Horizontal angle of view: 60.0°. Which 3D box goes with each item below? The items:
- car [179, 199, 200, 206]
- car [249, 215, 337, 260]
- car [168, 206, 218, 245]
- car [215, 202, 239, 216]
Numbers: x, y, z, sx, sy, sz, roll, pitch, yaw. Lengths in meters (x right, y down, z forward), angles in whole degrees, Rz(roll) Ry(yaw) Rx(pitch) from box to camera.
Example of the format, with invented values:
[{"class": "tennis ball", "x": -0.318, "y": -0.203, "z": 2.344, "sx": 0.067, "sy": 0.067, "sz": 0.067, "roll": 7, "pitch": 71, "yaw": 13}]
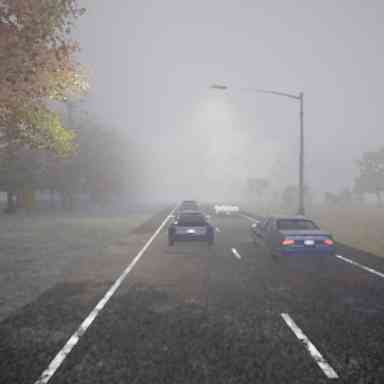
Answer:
[{"class": "car", "x": -0.268, "y": 1.510, "z": 33.320, "sx": 1.837, "sy": 1.490, "sz": 4.892, "roll": 0, "pitch": 0, "yaw": -1}, {"class": "car", "x": 3.475, "y": 1.554, "z": 12.452, "sx": 2.033, "sy": 1.411, "sz": 5.357, "roll": 0, "pitch": 0, "yaw": -1}, {"class": "car", "x": -0.064, "y": 1.565, "z": 15.572, "sx": 1.994, "sy": 1.385, "sz": 4.181, "roll": 0, "pitch": 0, "yaw": -1}, {"class": "car", "x": 3.249, "y": 1.611, "z": 32.023, "sx": 1.895, "sy": 1.301, "sz": 4.718, "roll": 0, "pitch": 0, "yaw": -1}]
